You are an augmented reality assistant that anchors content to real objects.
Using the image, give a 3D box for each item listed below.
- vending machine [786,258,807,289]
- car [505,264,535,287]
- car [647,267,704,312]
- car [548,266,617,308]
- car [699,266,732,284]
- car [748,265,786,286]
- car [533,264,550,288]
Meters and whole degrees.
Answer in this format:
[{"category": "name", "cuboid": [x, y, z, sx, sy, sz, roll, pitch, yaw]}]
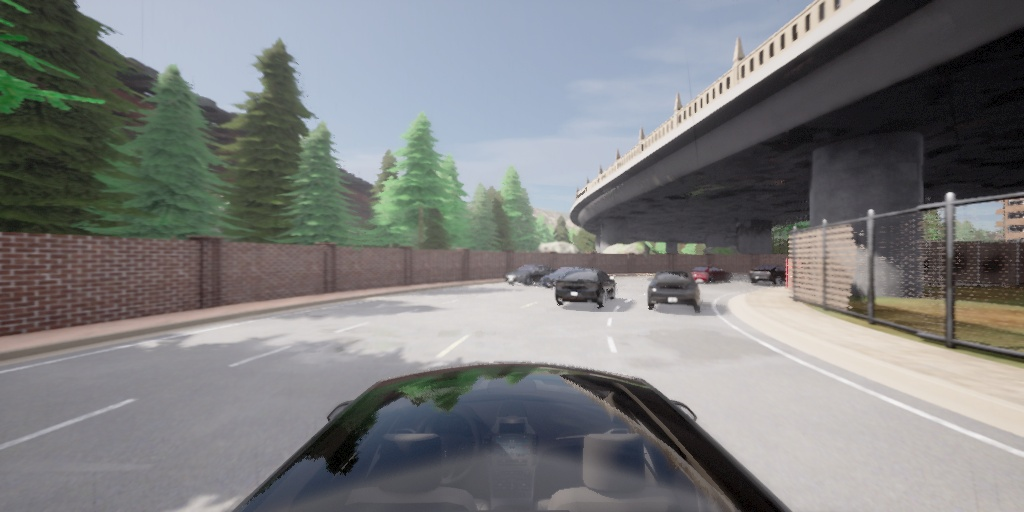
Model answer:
[{"category": "vending machine", "cuboid": [17.517, 1.122, 22.063, 0.880, 2.100, 1.100, 0, 0, -36]}, {"category": "car", "cuboid": [1.487, 1.344, 26.096, 2.128, 1.511, 4.902, 0, 0, 40]}, {"category": "car", "cuboid": [6.799, 1.344, 15.026, 1.837, 1.490, 4.892, -1, -1, 26]}, {"category": "car", "cuboid": [3.375, 1.301, 15.900, 1.882, 1.535, 5.008, 0, 0, 24]}, {"category": "car", "cuboid": [16.241, 1.512, 29.562, 4.181, 1.385, 1.994, 0, 0, -31]}, {"category": "car", "cuboid": [20.620, 1.458, 27.967, 4.902, 1.511, 2.128, 0, 0, -25]}, {"category": "car", "cuboid": [3.964, 1.405, 23.963, 2.033, 1.411, 5.357, 0, 0, 38]}]
